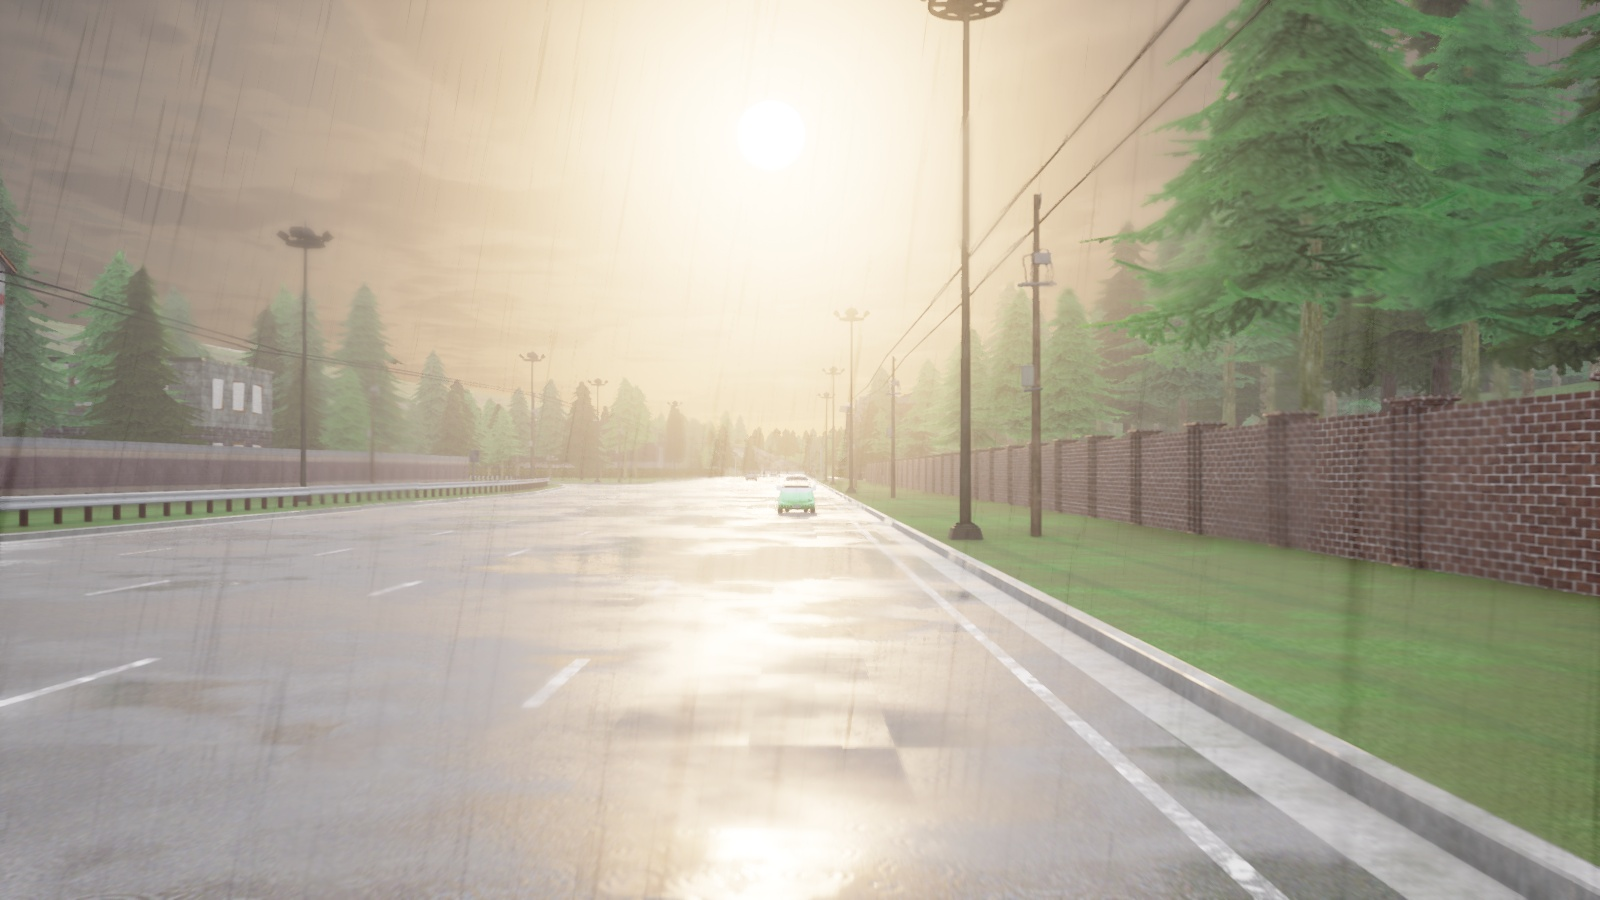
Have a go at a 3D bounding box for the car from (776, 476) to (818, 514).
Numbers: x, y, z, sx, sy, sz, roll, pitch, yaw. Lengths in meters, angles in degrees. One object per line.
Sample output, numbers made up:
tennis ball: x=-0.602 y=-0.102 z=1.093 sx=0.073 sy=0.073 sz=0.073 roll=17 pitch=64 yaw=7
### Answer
car: x=-0.111 y=1.646 z=46.404 sx=1.481 sy=1.376 sz=2.207 roll=0 pitch=-1 yaw=0
